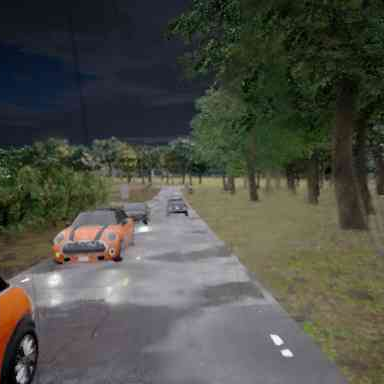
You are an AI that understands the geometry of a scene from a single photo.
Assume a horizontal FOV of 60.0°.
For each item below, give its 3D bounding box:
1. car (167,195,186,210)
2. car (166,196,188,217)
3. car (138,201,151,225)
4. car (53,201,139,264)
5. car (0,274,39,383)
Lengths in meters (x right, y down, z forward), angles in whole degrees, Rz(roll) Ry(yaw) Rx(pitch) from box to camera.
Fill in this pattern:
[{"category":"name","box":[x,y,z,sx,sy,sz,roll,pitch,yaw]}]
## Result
[{"category":"car","box":[-1.922,1.177,39.833,2.128,1.511,4.902,-2,1,-4]},{"category":"car","box":[-1.306,1.339,29.263,2.033,1.411,5.357,-2,1,-3]},{"category":"car","box":[-3.953,1.449,23.579,1.837,1.490,4.892,-2,1,-3]},{"category":"car","box":[-3.371,1.400,12.180,2.097,1.767,4.553,-2,0,-3]},{"category":"car","box":[-2.850,1.439,2.142,2.097,1.767,4.553,-2,0,-3]}]
